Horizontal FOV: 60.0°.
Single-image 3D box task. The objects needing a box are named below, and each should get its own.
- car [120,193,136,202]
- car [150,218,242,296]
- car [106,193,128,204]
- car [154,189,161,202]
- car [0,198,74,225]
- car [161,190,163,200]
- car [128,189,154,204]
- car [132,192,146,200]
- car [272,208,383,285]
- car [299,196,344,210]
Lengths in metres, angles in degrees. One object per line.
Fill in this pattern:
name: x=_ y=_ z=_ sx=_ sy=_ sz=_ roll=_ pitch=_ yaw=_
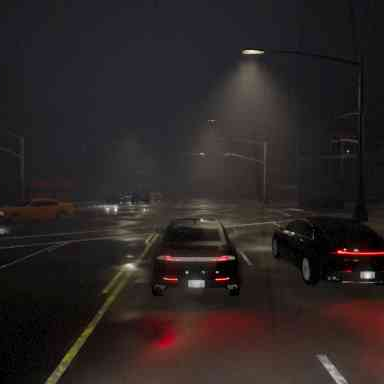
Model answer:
car: x=-10.722 y=0.881 z=56.050 sx=1.812 sy=1.442 sz=4.674 roll=0 pitch=0 yaw=0
car: x=0.074 y=1.409 z=8.413 sx=2.128 sy=1.511 sz=4.902 roll=0 pitch=1 yaw=0
car: x=-10.702 y=0.898 z=46.785 sx=2.128 sy=1.511 sz=4.902 roll=0 pitch=0 yaw=0
car: x=-7.216 y=0.572 z=57.484 sx=2.150 sy=2.045 sz=5.566 roll=0 pitch=0 yaw=0
car: x=-10.419 y=1.206 z=22.144 sx=1.882 sy=1.535 sz=5.008 roll=1 pitch=1 yaw=42
car: x=-7.201 y=0.540 z=68.578 sx=2.150 sy=2.045 sz=5.566 roll=0 pitch=0 yaw=0
car: x=-7.191 y=0.626 z=47.450 sx=2.150 sy=2.045 sz=5.566 roll=0 pitch=0 yaw=1
car: x=-10.708 y=0.813 z=67.316 sx=2.128 sy=1.511 sz=4.902 roll=0 pitch=0 yaw=0
car: x=3.578 y=1.415 z=9.209 sx=1.837 sy=1.490 sz=4.892 roll=0 pitch=1 yaw=0
car: x=12.966 y=1.096 z=33.470 sx=4.181 sy=1.385 sz=1.994 roll=0 pitch=1 yaw=0
